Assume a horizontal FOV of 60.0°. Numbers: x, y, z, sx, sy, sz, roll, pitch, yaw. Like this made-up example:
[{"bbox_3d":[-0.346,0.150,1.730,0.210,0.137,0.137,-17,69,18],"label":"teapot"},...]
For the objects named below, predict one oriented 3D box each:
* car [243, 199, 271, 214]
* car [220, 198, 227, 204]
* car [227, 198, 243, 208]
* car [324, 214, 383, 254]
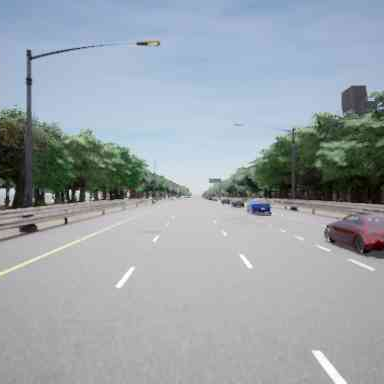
[{"bbox_3d":[7.053,1.530,35.514,1.882,1.535,5.008,0,0,0],"label":"car"},{"bbox_3d":[7.251,1.926,72.244,1.812,1.442,4.674,0,-1,0],"label":"car"},{"bbox_3d":[7.126,1.699,52.633,1.812,1.442,4.674,0,-1,0],"label":"car"},{"bbox_3d":[7.012,1.569,13.461,1.994,1.385,4.181,0,0,0],"label":"car"}]
